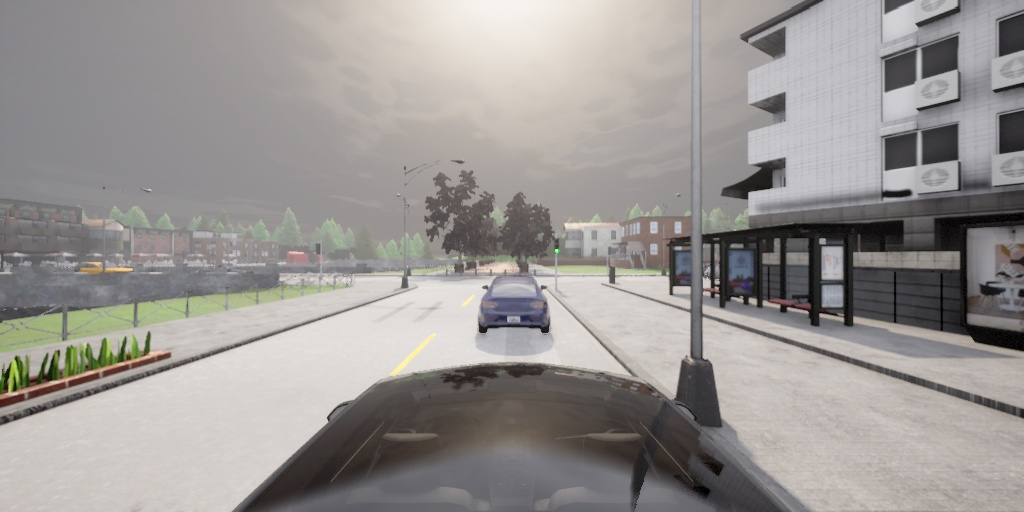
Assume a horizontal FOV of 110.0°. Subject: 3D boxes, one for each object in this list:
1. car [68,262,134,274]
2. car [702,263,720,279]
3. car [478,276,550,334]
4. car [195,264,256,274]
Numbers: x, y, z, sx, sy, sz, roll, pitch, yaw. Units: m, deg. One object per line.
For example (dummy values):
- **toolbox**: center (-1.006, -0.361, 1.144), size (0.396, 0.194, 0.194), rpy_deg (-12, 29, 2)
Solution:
- **car**: center (-34.756, 1.297, 30.299), size (5.008, 1.535, 1.882), rpy_deg (0, 0, 0)
- **car**: center (18.635, 1.346, 30.129), size (4.674, 1.442, 1.812), rpy_deg (0, 0, 0)
- **car**: center (0.071, 1.297, 10.582), size (1.812, 1.442, 4.674), rpy_deg (0, 0, 1)
- **car**: center (-24.123, 1.384, 30.261), size (4.181, 1.385, 1.994), rpy_deg (0, 0, 0)
